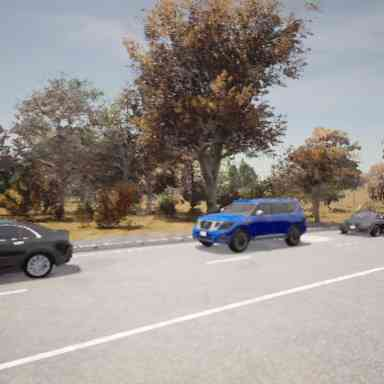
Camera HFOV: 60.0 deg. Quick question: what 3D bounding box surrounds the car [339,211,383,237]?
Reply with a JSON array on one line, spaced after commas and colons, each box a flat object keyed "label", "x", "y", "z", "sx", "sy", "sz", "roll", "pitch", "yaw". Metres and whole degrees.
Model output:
[{"label": "car", "x": 10.885, "y": 1.883, "z": 20.328, "sx": 4.181, "sy": 1.385, "sz": 1.994, "roll": 2, "pitch": -1, "yaw": -35}]

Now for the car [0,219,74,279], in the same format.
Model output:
[{"label": "car", "x": -5.626, "y": 1.509, "z": 8.563, "sx": 4.892, "sy": 1.490, "sz": 1.837, "roll": 0, "pitch": 0, "yaw": -35}]

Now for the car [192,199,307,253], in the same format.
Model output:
[{"label": "car", "x": 2.675, "y": 1.314, "z": 14.488, "sx": 5.566, "sy": 2.045, "sz": 2.150, "roll": 1, "pitch": -1, "yaw": -36}]
